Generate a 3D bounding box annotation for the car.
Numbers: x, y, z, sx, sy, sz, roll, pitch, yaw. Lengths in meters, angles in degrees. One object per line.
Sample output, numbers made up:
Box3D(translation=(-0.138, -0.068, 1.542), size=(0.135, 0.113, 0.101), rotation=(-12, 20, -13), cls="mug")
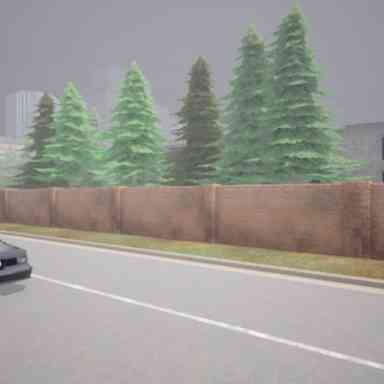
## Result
Box3D(translation=(-6.226, 1.588, 8.420), size=(5.357, 1.411, 2.033), rotation=(0, 0, 35), cls="car")
